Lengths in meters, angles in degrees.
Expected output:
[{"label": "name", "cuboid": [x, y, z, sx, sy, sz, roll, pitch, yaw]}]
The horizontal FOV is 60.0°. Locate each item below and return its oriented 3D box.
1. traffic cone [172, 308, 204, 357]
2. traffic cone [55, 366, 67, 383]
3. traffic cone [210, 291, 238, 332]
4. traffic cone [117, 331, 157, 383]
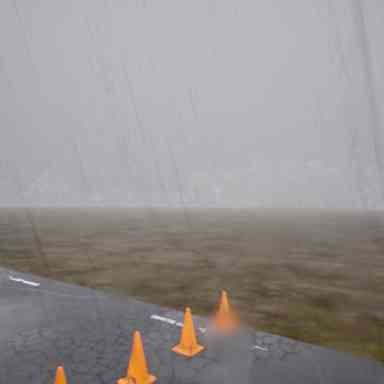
[{"label": "traffic cone", "cuboid": [-0.060, 1.960, 4.773, 0.340, 0.580, 0.340, 0, 0, 37]}, {"label": "traffic cone", "cuboid": [-1.255, 1.962, 3.169, 0.340, 0.580, 0.340, 0, 0, 37]}, {"label": "traffic cone", "cuboid": [0.538, 1.960, 5.575, 0.340, 0.580, 0.340, 0, 0, 37]}, {"label": "traffic cone", "cuboid": [-0.657, 1.961, 3.971, 0.340, 0.580, 0.340, 0, 0, 37]}]
